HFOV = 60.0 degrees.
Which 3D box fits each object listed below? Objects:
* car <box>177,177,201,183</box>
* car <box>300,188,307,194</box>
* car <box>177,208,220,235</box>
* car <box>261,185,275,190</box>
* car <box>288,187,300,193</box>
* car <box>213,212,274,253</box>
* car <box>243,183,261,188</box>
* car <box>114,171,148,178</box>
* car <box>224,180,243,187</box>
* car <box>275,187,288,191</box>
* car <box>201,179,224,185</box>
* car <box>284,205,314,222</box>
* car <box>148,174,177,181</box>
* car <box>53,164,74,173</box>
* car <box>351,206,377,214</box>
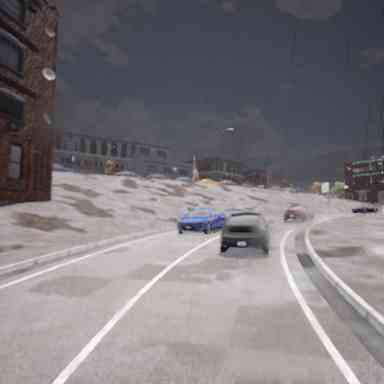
[{"bbox_3d":[-1.267,-1.944,59.909,4.674,1.452,2.002,4,-5,-37],"label":"car"},{"bbox_3d":[27.655,0.003,85.932,2.435,2.045,5.566,-4,-7,44],"label":"car"},{"bbox_3d":[0.693,1.750,20.845,1.882,1.535,5.008,-1,-2,21],"label":"car"},{"bbox_3d":[15.765,-0.738,74.274,4.674,1.452,2.002,4,-6,-42],"label":"car"},{"bbox_3d":[23.729,-0.245,81.930,4.553,1.767,2.185,5,-6,-44],"label":"car"},{"bbox_3d":[2.379,1.623,14.221,1.837,1.490,4.892,-1,-1,14],"label":"car"},{"bbox_3d":[11.666,-1.056,70.591,4.792,1.488,2.163,4,-6,-41],"label":"car"},{"bbox_3d":[-10.151,-2.515,53.333,4.892,1.521,2.231,3,-5,-36],"label":"car"},{"bbox_3d":[7.341,-1.524,66.862,4.553,1.767,2.185,4,-6,-39],"label":"car"},{"bbox_3d":[19.713,-0.466,77.980,4.892,1.521,2.231,4,-6,-43],"label":"car"},{"bbox_3d":[3.083,-1.694,63.344,5.008,1.535,2.097,4,-6,-38],"label":"car"},{"bbox_3d":[9.872,1.945,30.669,1.812,1.442,4.674,-3,-2,33],"label":"car"},{"bbox_3d":[-5.689,-2.262,56.573,4.892,1.521,2.231,3,-5,-36],"label":"car"},{"bbox_3d":[-19.005,-3.117,46.932,4.553,1.767,2.185,3,-5,-36],"label":"car"},{"bbox_3d":[27.114,2.784,52.390,4.718,1.301,1.895,2,-4,-34],"label":"car"}]
